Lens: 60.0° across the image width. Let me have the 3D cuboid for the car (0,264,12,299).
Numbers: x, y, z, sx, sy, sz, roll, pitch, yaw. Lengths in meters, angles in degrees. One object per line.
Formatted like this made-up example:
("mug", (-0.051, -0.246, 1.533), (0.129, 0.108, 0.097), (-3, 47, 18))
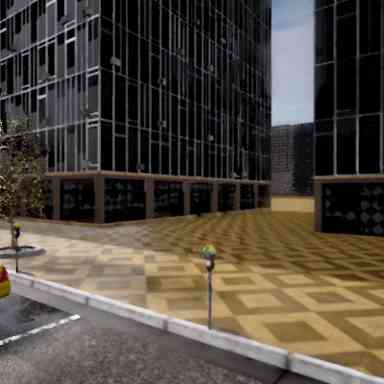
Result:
("car", (-5.578, 1.459, 6.859), (4.829, 1.417, 1.752), (1, 0, 36))
